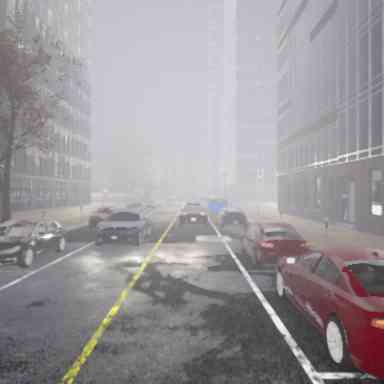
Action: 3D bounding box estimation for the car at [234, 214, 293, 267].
[{"bbox_3d":[2.690,1.631,11.317,1.802,1.307,4.206,0,0,0],"label":"car"}]

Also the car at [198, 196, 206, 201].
[{"bbox_3d":[2.692,1.662,89.327,1.947,1.339,4.313,0,0,0],"label":"car"}]

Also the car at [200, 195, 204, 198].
[{"bbox_3d":[2.693,1.538,83.646,1.967,1.590,4.097,0,0,0],"label":"car"}]

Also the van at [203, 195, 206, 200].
[{"bbox_3d":[2.775,1.449,45.521,1.690,1.788,3.998,0,0,0],"label":"van"}]

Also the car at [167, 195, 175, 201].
[{"bbox_3d":[-5.689,1.641,89.324,1.887,1.381,4.507,0,0,0],"label":"car"}]

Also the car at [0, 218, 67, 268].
[{"bbox_3d":[-5.691,1.599,11.318,2.008,1.369,4.403,0,0,0],"label":"car"}]

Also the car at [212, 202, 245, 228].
[{"bbox_3d":[2.690,1.640,22.719,2.008,1.369,4.403,0,0,0],"label":"car"}]

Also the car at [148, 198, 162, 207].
[{"bbox_3d":[-5.817,1.631,52.753,1.752,1.417,4.829,0,0,0],"label":"car"}]

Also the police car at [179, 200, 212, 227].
[{"bbox_3d":[0.099,1.593,23.574,2.038,1.542,4.974,0,0,0],"label":"police car"}]

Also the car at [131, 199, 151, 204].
[{"bbox_3d":[-5.689,1.673,34.123,1.947,1.339,4.313,0,0,0],"label":"car"}]

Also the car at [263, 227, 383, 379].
[{"bbox_3d":[2.690,1.570,5.620,1.887,1.381,4.507,0,0,0],"label":"car"}]

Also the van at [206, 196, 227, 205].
[{"bbox_3d":[2.693,1.449,34.124,1.690,1.788,3.998,0,0,0],"label":"van"}]

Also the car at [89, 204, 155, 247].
[{"bbox_3d":[-3.100,1.544,15.706,1.882,1.535,5.008,0,0,0],"label":"car"}]

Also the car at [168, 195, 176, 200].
[{"bbox_3d":[-5.689,1.645,95.007,2.008,1.369,4.403,0,0,0],"label":"car"}]

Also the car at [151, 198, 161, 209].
[{"bbox_3d":[-5.769,1.673,45.519,1.947,1.339,4.313,0,0,0],"label":"car"}]

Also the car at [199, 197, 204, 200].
[{"bbox_3d":[0.099,1.673,41.010,1.994,1.385,4.181,0,0,0],"label":"car"}]
